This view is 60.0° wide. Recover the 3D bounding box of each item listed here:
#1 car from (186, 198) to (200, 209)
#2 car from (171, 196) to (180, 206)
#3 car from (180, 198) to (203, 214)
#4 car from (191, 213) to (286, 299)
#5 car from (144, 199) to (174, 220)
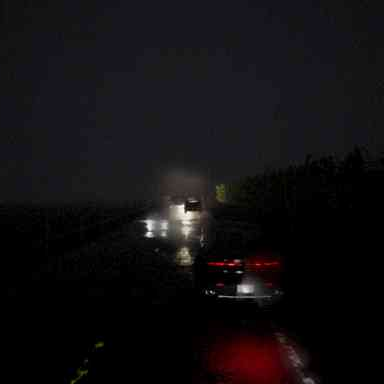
[{"bbox_3d":[0.127,1.526,45.787,1.812,1.442,4.674,0,0,0],"label":"car"},{"bbox_3d":[-2.686,1.506,53.683,1.837,1.490,4.892,0,0,0],"label":"car"},{"bbox_3d":[0.117,1.491,35.613,2.128,1.511,4.902,0,0,0],"label":"car"},{"bbox_3d":[0.973,1.505,8.444,1.837,1.490,4.892,0,0,0],"label":"car"},{"bbox_3d":[-2.817,1.563,28.126,1.994,1.385,4.181,0,0,0],"label":"car"}]
